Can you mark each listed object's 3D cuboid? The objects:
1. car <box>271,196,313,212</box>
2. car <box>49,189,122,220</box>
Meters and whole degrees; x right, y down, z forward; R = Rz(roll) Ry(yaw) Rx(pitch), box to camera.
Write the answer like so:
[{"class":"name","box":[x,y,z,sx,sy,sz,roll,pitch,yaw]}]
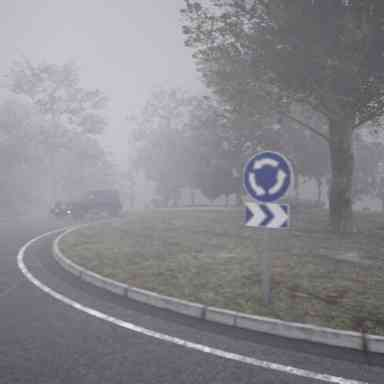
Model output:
[{"class":"car","box":[9.190,1.134,32.340,4.902,1.511,2.128,1,0,12]},{"class":"car","box":[-7.476,0.822,24.096,2.150,2.045,5.566,0,1,30]}]
